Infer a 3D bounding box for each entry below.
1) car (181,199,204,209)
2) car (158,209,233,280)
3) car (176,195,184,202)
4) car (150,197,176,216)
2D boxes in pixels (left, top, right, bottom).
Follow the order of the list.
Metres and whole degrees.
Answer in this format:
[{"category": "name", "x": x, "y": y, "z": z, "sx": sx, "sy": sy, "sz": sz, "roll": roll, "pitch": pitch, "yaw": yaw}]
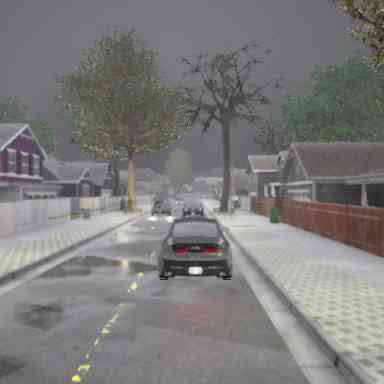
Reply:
[{"category": "car", "x": 0.105, "y": 1.554, "z": 30.846, "sx": 1.895, "sy": 1.301, "sz": 4.718, "roll": 0, "pitch": 0, "yaw": 0}, {"category": "car", "x": 0.090, "y": 1.485, "z": 9.884, "sx": 1.837, "sy": 1.490, "sz": 4.892, "roll": 0, "pitch": 1, "yaw": 0}, {"category": "car", "x": -2.725, "y": 1.465, "z": 73.780, "sx": 2.033, "sy": 1.411, "sz": 5.357, "roll": 0, "pitch": 0, "yaw": 0}, {"category": "car", "x": -2.837, "y": 1.458, "z": 31.890, "sx": 1.837, "sy": 1.490, "sz": 4.892, "roll": 0, "pitch": 0, "yaw": 0}]
